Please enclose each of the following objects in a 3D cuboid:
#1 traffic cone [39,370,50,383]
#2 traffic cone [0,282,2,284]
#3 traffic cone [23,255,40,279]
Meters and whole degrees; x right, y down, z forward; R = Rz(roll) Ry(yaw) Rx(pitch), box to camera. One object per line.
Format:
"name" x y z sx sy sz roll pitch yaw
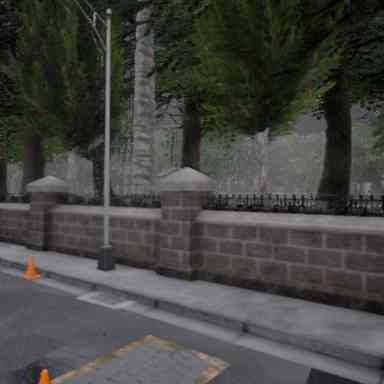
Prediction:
"traffic cone" -1.398 1.986 3.149 0.340 0.580 0.340 0 -1 37
"traffic cone" -5.006 2.020 8.344 0.340 0.580 0.340 0 -1 37
"traffic cone" -4.407 2.033 9.145 0.340 0.580 0.340 0 -1 37
